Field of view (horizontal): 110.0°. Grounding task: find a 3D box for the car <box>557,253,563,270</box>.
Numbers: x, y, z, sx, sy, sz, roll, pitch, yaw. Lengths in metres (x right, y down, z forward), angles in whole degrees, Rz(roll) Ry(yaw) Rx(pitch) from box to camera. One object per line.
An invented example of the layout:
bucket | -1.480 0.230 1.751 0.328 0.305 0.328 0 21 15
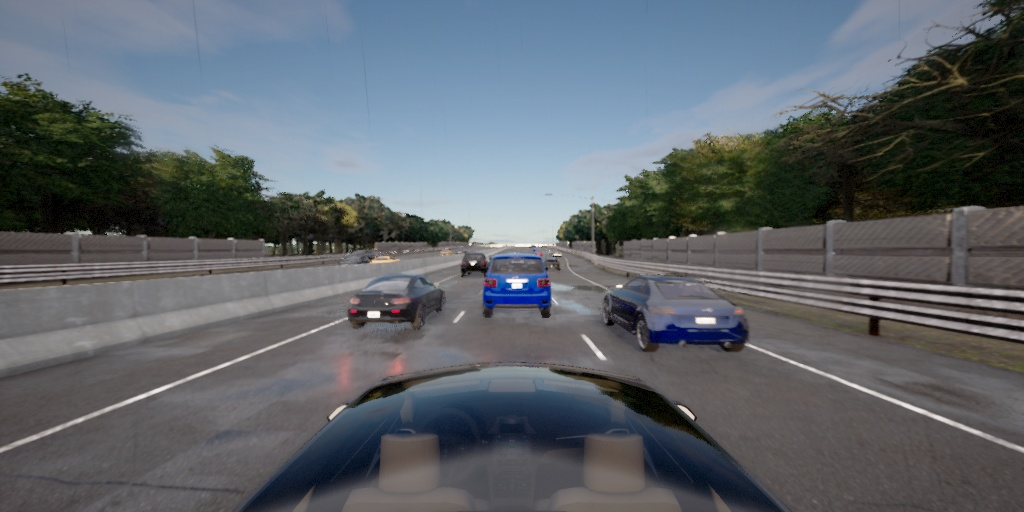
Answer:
car | 4.148 0.734 39.207 1.837 1.490 4.892 0 1 2

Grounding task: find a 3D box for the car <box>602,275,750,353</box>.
car | 3.523 1.137 8.506 1.994 1.385 4.181 0 0 0

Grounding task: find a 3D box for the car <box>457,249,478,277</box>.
car | -2.999 0.669 30.836 2.150 2.045 5.566 0 1 1

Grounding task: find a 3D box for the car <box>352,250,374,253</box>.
car | -20.122 0.262 47.776 2.150 2.045 5.566 0 1 3

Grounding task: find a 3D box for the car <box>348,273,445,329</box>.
car | -3.341 1.247 11.028 1.812 1.442 4.674 0 0 0

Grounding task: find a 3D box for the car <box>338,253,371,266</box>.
car | -16.960 0.768 38.881 1.837 1.490 4.892 0 1 2

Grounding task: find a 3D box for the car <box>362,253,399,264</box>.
car | -13.491 0.763 37.878 1.882 1.535 5.008 0 1 2

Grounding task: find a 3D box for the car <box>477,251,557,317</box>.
car | 0.178 0.930 13.123 2.150 2.045 5.566 0 1 1
